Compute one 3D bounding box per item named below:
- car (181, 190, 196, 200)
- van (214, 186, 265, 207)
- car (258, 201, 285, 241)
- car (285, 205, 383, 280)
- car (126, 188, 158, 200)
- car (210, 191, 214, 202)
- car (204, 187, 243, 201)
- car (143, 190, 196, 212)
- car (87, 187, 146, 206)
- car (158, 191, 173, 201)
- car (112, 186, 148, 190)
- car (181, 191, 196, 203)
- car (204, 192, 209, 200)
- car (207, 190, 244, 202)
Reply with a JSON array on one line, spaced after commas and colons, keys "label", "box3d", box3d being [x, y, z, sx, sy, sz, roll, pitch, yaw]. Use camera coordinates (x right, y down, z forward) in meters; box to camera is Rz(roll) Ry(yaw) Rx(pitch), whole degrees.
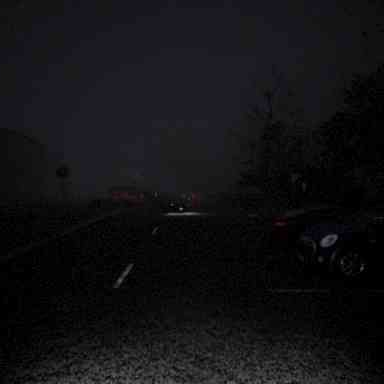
[{"label": "car", "box3d": [-0.535, 0.533, 53.028, 2.128, 1.511, 4.902, 0, 0, 2]}, {"label": "van", "box3d": [4.692, 0.435, 32.629, 4.442, 1.987, 1.878, 0, 1, -1]}, {"label": "car", "box3d": [5.016, 1.201, 11.848, 4.674, 1.452, 2.002, 0, 2, -1]}, {"label": "car", "box3d": [5.098, 1.131, 8.674, 4.553, 1.767, 2.185, 0, 2, 0]}, {"label": "car", "box3d": [-7.679, 0.358, 51.236, 4.553, 1.767, 2.185, 0, 0, -1]}, {"label": "car", "box3d": [4.960, 0.621, 35.430, 5.366, 1.575, 1.946, 0, 1, -1]}, {"label": "car", "box3d": [4.563, 0.290, 49.265, 5.566, 2.045, 2.435, 0, 0, -1]}, {"label": "car", "box3d": [-1.974, 0.796, 26.980, 2.033, 1.411, 5.357, 0, 1, -26]}, {"label": "car", "box3d": [-7.652, 0.594, 33.137, 5.366, 1.575, 1.946, 0, 1, -1]}, {"label": "car", "box3d": [-3.763, 0.549, 47.850, 1.812, 1.442, 4.674, 0, 0, 0]}, {"label": "car", "box3d": [-7.469, 0.432, 36.056, 4.553, 1.767, 2.185, 0, 1, -1]}, {"label": "car", "box3d": [-0.406, 0.577, 43.155, 1.812, 1.442, 4.674, 0, 0, -1]}, {"label": "car", "box3d": [4.651, 0.298, 43.803, 5.566, 2.045, 2.435, 0, 0, -1]}, {"label": "car", "box3d": [4.628, 0.544, 46.596, 4.892, 1.521, 2.231, 0, 0, -1]}]
